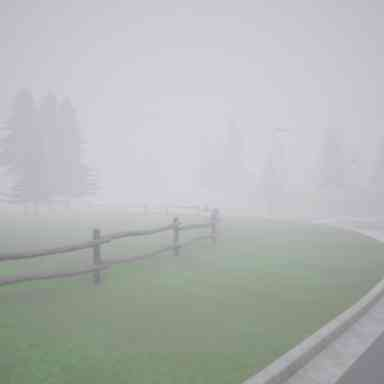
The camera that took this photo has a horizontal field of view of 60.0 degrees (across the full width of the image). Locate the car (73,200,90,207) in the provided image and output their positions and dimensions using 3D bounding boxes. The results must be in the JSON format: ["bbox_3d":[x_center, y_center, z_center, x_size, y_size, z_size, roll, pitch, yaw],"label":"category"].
[{"bbox_3d":[-25.499,2.314,73.027,5.566,2.045,2.150,-1,-1,42],"label":"car"}]

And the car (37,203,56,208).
[{"bbox_3d":[-30.288,2.531,67.921,5.008,1.535,1.882,-1,-1,42],"label":"car"}]

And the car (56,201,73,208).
[{"bbox_3d":[-28.011,2.551,70.575,5.008,1.535,1.882,-1,-1,42],"label":"car"}]

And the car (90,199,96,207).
[{"bbox_3d":[-24.035,2.478,76.408,4.553,1.767,2.097,-1,-1,42],"label":"car"}]
